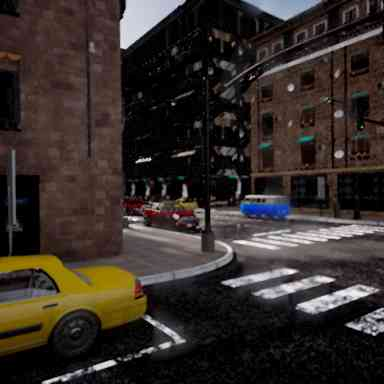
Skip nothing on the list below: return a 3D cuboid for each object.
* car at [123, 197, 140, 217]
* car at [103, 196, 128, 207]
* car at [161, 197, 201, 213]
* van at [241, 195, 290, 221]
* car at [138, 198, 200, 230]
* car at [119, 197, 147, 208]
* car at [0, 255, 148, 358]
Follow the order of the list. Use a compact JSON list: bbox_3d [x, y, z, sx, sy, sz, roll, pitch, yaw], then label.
[{"bbox_3d":[-5.430,1.406,30.527,1.812,1.442,4.674,-1,1,-36],"label":"car"},{"bbox_3d":[-11.148,1.340,48.242,1.887,1.381,4.507,-1,1,-36],"label":"car"},{"bbox_3d":[-1.263,1.325,34.641,1.752,1.417,4.829,-1,1,-36],"label":"car"},{"bbox_3d":[5.494,1.154,25.342,1.690,1.788,3.998,-1,1,-36],"label":"van"},{"bbox_3d":[-1.295,1.370,20.432,1.967,1.590,4.097,-1,1,-36],"label":"car"},{"bbox_3d":[-7.819,1.339,43.662,1.887,1.381,4.507,-1,1,-36],"label":"car"},{"bbox_3d":[-2.992,1.525,4.432,4.829,1.417,1.752,0,0,-36],"label":"car"}]
